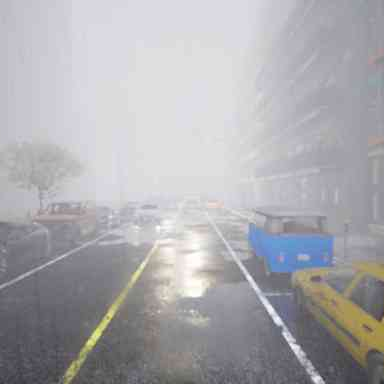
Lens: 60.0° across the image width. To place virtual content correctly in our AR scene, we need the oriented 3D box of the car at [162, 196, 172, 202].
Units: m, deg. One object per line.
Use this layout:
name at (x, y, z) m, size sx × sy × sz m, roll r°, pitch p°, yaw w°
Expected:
car at (-5.697, 1.604, 76.142) m, size 2.008 × 1.369 × 4.403 m, roll 0°, pitch 0°, yaw 0°

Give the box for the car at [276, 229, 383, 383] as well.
car at (2.688, 1.525, 4.515) m, size 1.752 × 1.417 × 4.829 m, roll 0°, pitch 0°, yaw 0°

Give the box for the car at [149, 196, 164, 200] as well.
car at (-5.696, 1.584, 48.528) m, size 1.947 × 1.339 × 4.313 m, roll 0°, pitch 0°, yaw 0°

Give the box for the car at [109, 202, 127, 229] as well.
car at (-5.694, 1.554, 20.914) m, size 2.008 × 1.369 × 4.403 m, roll 0°, pitch 0°, yaw 0°

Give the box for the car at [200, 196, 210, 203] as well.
car at (2.684, 1.590, 70.619) m, size 1.887 × 1.381 × 4.507 m, roll 0°, pitch 0°, yaw 0°

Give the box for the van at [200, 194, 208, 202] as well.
van at (2.683, 1.394, 76.142) m, size 1.690 × 1.788 × 3.998 m, roll 0°, pitch 0°, yaw 0°

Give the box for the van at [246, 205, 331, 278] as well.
van at (2.687, 1.341, 9.868) m, size 1.690 × 1.788 × 3.998 m, roll 0°, pitch 0°, yaw 0°

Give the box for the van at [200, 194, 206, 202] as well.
van at (2.684, 1.371, 59.574) m, size 1.690 × 1.788 × 3.998 m, roll 0°, pitch 0°, yaw 0°

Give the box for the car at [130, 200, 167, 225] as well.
car at (-3.099, 1.530, 24.587) m, size 1.812 × 1.442 × 4.674 m, roll 0°, pitch 0°, yaw 0°

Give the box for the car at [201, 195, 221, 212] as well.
car at (2.348, 1.469, 39.048) m, size 1.801 × 1.575 × 5.366 m, roll 0°, pitch 0°, yaw 0°

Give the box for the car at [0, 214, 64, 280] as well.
car at (-5.693, 1.566, 9.868) m, size 1.947 × 1.339 × 4.313 m, roll 0°, pitch 0°, yaw 0°

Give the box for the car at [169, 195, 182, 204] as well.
car at (-3.017, 1.588, 65.448) m, size 1.994 × 1.385 × 4.181 m, roll 0°, pitch 0°, yaw 0°

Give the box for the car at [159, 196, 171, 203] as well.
car at (-5.697, 1.596, 70.618) m, size 2.008 × 1.369 × 4.403 m, roll 0°, pitch 0°, yaw 0°

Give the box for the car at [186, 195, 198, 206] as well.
car at (-0.003, 1.627, 56.590) m, size 1.895 × 1.301 × 4.718 m, roll 0°, pitch 0°, yaw 0°

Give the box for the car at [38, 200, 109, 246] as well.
car at (-5.694, 1.316, 15.390) m, size 2.192 × 1.841 × 5.009 m, roll 0°, pitch 0°, yaw 0°

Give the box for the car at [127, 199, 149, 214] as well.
car at (-5.694, 1.559, 31.959) m, size 2.008 × 1.369 × 4.403 m, roll 0°, pitch 0°, yaw 0°

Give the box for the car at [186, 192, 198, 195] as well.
car at (0.000, 1.085, 70.882) m, size 2.150 × 2.045 × 5.566 m, roll 0°, pitch 0°, yaw 0°

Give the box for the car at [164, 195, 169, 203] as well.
car at (-5.697, 1.470, 59.574) m, size 1.967 × 1.590 × 4.097 m, roll 0°, pitch 0°, yaw 0°

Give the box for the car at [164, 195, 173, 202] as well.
car at (-5.698, 1.502, 81.665) m, size 1.967 × 1.590 × 4.097 m, roll 0°, pitch 0°, yaw 0°

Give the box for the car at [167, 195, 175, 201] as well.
car at (-5.698, 1.646, 92.711) m, size 1.947 × 1.339 × 4.313 m, roll 0°, pitch 0°, yaw 0°
